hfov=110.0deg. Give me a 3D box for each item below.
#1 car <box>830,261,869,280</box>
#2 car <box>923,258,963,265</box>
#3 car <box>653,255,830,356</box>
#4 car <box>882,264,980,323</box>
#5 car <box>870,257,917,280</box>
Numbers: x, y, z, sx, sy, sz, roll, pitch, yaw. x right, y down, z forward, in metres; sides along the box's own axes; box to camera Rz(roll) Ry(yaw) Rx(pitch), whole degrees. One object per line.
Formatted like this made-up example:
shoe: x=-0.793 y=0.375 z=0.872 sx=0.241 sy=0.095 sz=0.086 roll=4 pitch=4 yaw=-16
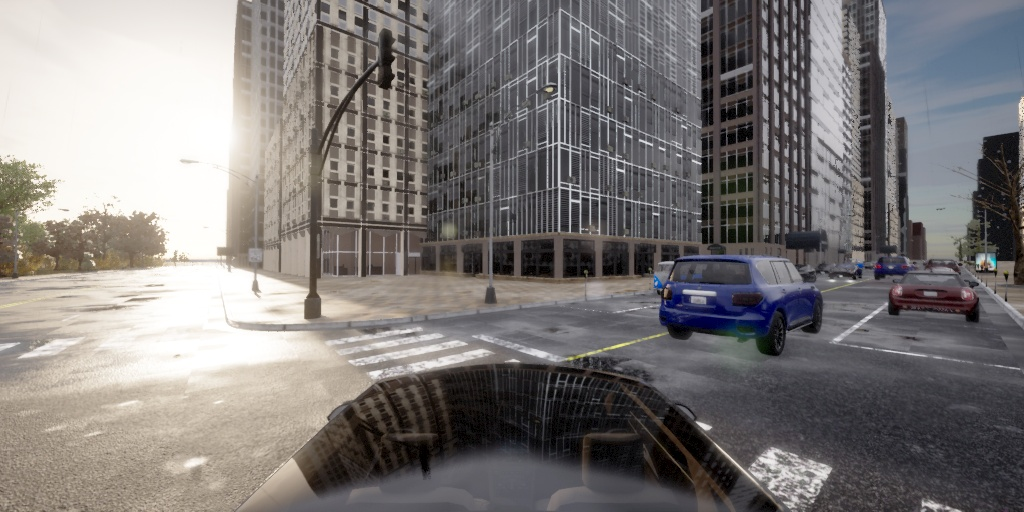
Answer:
car: x=31.252 y=1.413 z=33.490 sx=5.357 sy=1.411 sz=2.033 roll=0 pitch=-1 yaw=-39
car: x=36.516 y=1.145 z=30.431 sx=5.009 sy=1.841 sz=2.192 roll=0 pitch=0 yaw=-39
car: x=5.867 y=0.995 z=8.963 sx=5.566 sy=2.045 sz=2.150 roll=0 pitch=0 yaw=-39
car: x=14.534 y=1.211 z=12.382 sx=4.097 sy=1.591 sz=1.967 roll=0 pitch=0 yaw=-39
car: x=33.514 y=1.067 z=31.369 sx=5.566 sy=2.045 sz=2.150 roll=0 pitch=0 yaw=-38
